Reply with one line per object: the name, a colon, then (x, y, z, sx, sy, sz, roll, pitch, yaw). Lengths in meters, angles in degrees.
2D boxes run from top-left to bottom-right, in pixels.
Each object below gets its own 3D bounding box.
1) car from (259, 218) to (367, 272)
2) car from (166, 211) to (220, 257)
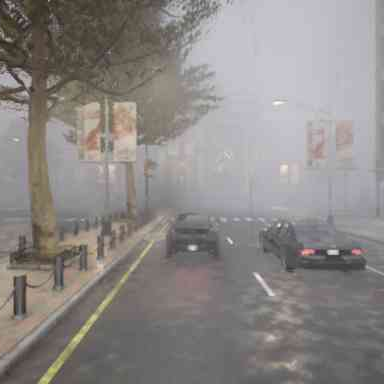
car: (3.519, 1.546, 10.766, 2.033, 1.411, 5.357, 0, 0, 0)
car: (0.042, 1.504, 12.956, 1.837, 1.490, 4.892, 0, 0, 1)
